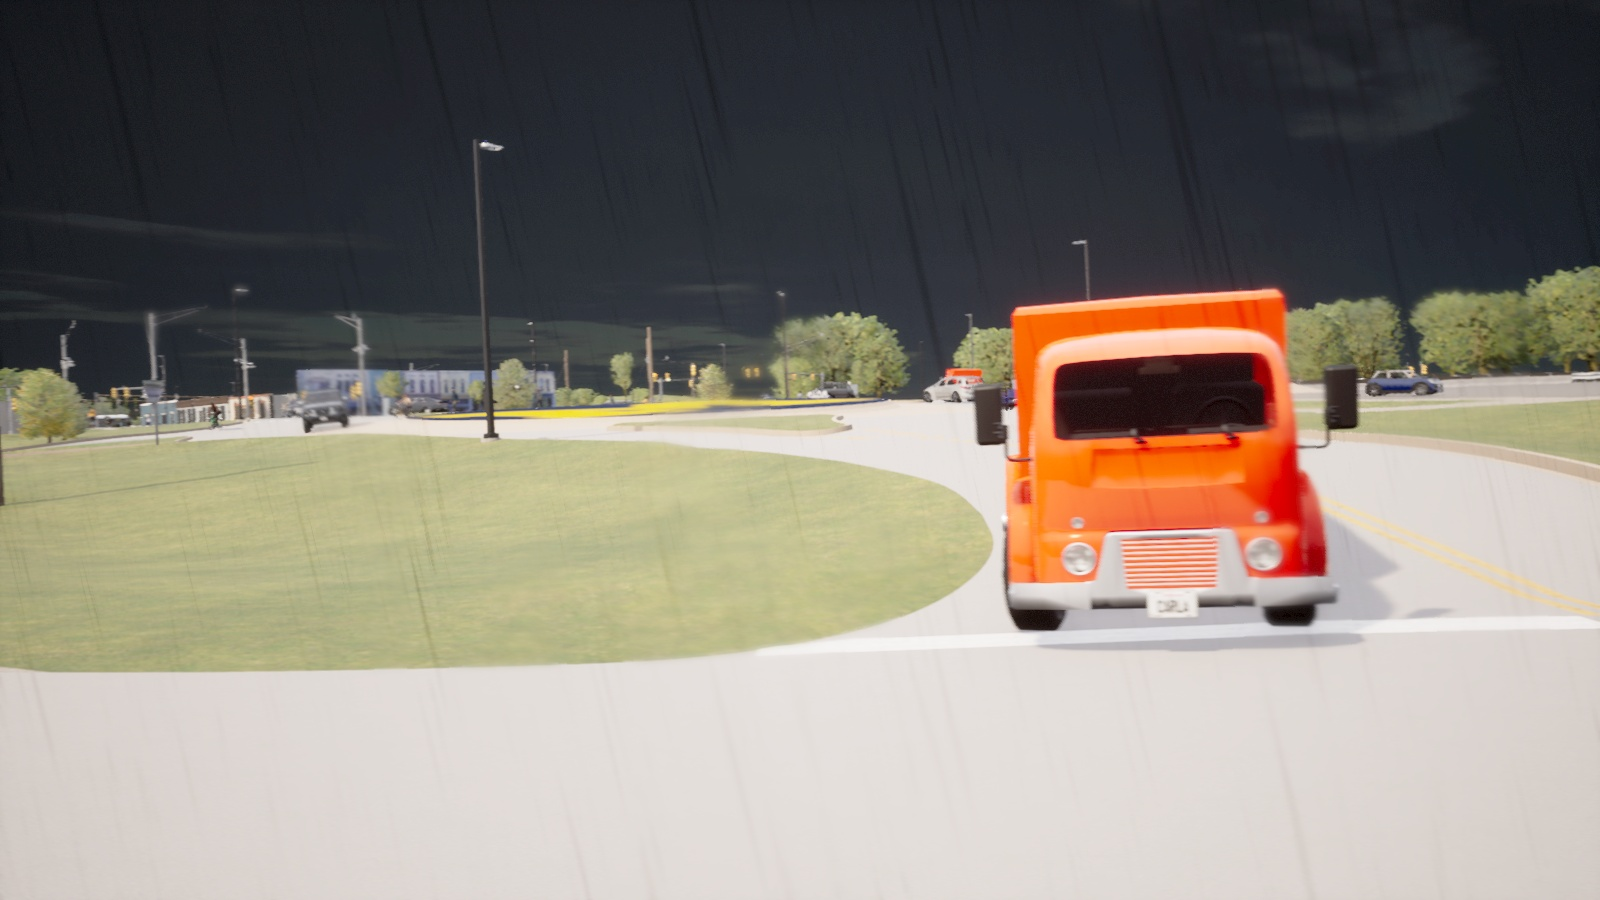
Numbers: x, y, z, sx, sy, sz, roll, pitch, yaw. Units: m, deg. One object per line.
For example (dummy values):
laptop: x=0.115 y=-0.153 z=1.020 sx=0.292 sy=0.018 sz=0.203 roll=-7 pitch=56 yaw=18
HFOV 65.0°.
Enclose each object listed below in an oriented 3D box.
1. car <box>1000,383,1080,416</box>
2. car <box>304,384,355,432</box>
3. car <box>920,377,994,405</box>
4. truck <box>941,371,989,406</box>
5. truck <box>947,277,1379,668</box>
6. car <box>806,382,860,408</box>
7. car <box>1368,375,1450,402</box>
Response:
car: x=11.423 y=-2.389 z=59.484 sx=1.812 sy=1.442 sz=4.674 roll=-2 pitch=1 yaw=37
car: x=-24.733 y=-2.287 z=66.178 sx=2.150 sy=2.045 sz=5.566 roll=-7 pitch=7 yaw=-18
car: x=9.792 y=-3.688 z=78.405 sx=2.242 sy=1.667 sz=4.611 roll=-2 pitch=3 yaw=-30
truck: x=12.192 y=-4.593 z=93.136 sx=2.627 sy=2.467 sz=5.204 roll=0 pitch=4 yaw=-2
truck: x=2.904 y=-0.002 z=10.709 sx=2.627 sy=2.467 sz=5.204 roll=-2 pitch=4 yaw=13
car: x=2.576 y=-4.249 z=97.022 sx=1.932 sy=1.855 sz=4.605 roll=-2 pitch=2 yaw=33
car: x=34.710 y=-3.506 z=71.565 sx=3.806 sy=1.475 sz=1.970 roll=2 pitch=5 yaw=42
